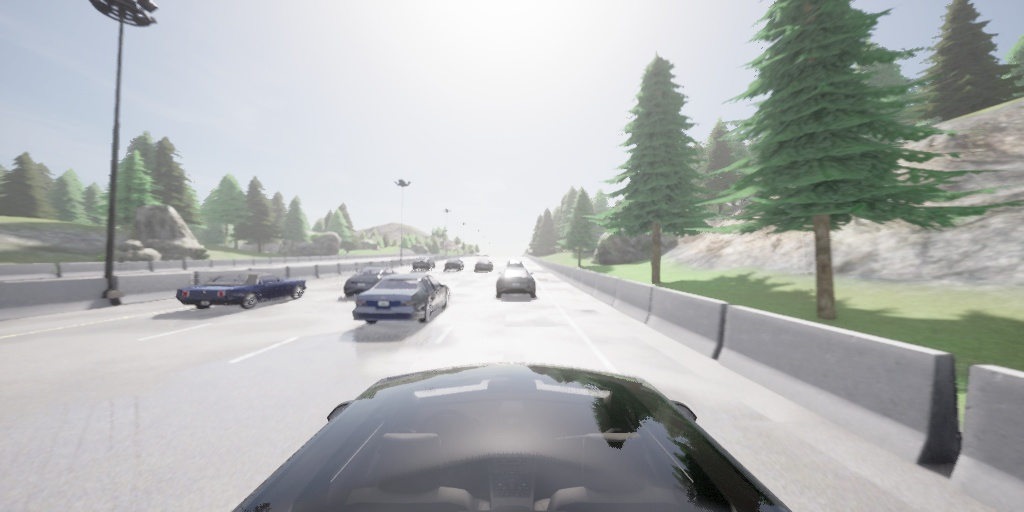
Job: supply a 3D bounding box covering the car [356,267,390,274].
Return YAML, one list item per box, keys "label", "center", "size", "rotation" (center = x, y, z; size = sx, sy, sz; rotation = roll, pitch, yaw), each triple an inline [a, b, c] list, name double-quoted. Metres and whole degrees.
- label: "car"
  center: [-6.811, 1.260, 18.272]
  size: [1.994, 1.385, 4.181]
  rotation: [0, 0, 0]

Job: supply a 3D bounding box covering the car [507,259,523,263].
- label: "car"
  center: [0.318, 1.048, 41.445]
  size: [1.994, 1.385, 4.181]
  rotation: [0, 1, 0]

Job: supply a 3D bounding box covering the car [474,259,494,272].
- label: "car"
  center: [-3.183, 1.036, 41.262]
  size: [1.994, 1.385, 4.181]
  rotation: [0, 1, 0]

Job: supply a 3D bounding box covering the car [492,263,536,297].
- label: "car"
  center: [0.193, 1.287, 18.746]
  size: [1.994, 1.385, 4.181]
  rotation: [0, 0, 0]

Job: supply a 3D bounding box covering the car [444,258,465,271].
- label: "car"
  center: [-6.681, 0.977, 41.632]
  size: [1.812, 1.442, 4.674]
  rotation: [0, 1, 0]

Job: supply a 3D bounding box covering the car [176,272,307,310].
- label: "car"
  center: [-10.333, 1.299, 14.319]
  size: [1.895, 1.301, 4.718]
  rotation: [0, 0, 0]

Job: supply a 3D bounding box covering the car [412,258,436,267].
- label: "car"
  center: [-10.180, 0.927, 41.746]
  size: [2.128, 1.511, 4.902]
  rotation: [0, 1, 0]

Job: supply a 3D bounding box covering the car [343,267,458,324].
- label: "car"
  center: [-3.346, 1.282, 11.881]
  size: [2.033, 1.411, 5.357]
  rotation: [0, 0, 0]
